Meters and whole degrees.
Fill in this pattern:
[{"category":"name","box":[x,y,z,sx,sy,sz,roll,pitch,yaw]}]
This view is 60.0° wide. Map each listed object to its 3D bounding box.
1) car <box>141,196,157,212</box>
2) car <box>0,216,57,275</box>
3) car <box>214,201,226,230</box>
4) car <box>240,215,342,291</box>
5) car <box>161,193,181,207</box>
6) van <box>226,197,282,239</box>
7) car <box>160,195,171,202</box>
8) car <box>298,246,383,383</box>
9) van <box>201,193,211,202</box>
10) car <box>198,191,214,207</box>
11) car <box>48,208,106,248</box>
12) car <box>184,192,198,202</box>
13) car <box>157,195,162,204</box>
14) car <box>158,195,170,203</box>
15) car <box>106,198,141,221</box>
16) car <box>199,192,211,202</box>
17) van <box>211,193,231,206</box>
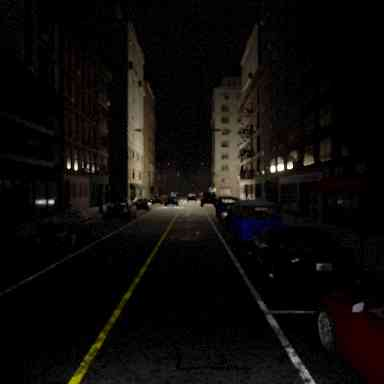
[{"category":"car","box":[-5.394,1.377,36.262,2.008,1.369,4.403,0,0,0]},{"category":"car","box":[-5.389,1.535,8.708,1.802,1.307,4.206,0,0,0]},{"category":"car","box":[2.634,1.450,19.731,2.008,1.369,4.403,0,0,0]},{"category":"car","box":[2.636,1.519,8.710,1.947,1.339,4.313,0,0,0]},{"category":"car","box":[-2.842,1.306,46.669,1.812,1.442,4.674,0,0,0]},{"category":"van","box":[2.635,1.267,14.219,1.690,1.788,3.998,0,0,0]},{"category":"car","box":[-5.400,1.246,69.328,1.947,1.339,4.313,0,0,0]},{"category":"car","box":[2.637,1.564,3.200,1.802,1.307,4.206,0,0,0]},{"category":"van","box":[2.626,1.046,63.817,1.690,1.788,3.998,0,0,0]},{"category":"car","box":[2.261,1.011,46.174,2.150,2.045,5.566,0,0,0]},{"category":"car","box":[-5.390,1.476,14.219,2.008,1.369,4.403,0,0,0]},{"category":"car","box":[0.004,1.184,66.155,2.128,1.511,4.902,0,0,0]},{"category":"car","box":[-5.397,1.336,52.795,1.802,1.307,4.206,0,0,0]},{"category":"car","box":[-5.399,1.250,63.817,1.887,1.381,4.507,0,0,0]},{"category":"car","box":[-5.392,1.314,25.240,1.967,1.590,4.097,0,0,0]},{"category":"car","box":[2.625,0.995,69.328,2.192,1.841,5.009,0,0,0]},{"category":"van","box":[2.633,1.215,25.241,1.690,1.788,3.998,0,0,0]}]
